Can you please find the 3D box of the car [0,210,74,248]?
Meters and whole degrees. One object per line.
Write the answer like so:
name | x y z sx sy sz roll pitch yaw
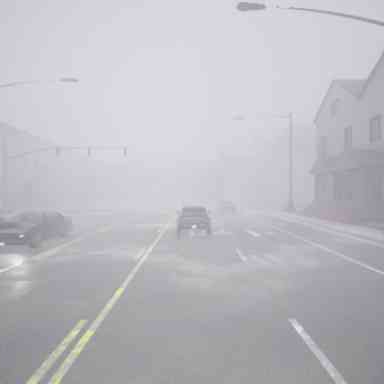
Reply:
car | -7.036 1.544 14.983 2.033 1.411 5.357 0 0 1

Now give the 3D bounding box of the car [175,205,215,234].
car | 0.104 1.500 19.187 1.837 1.490 4.892 0 0 0

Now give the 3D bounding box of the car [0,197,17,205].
car | -28.985 1.283 50.160 1.853 1.218 4.536 0 0 29

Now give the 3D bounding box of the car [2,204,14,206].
car | -10.530 1.501 15.349 1.837 1.490 4.892 0 0 0

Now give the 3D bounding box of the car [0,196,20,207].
car | -28.960 1.441 50.205 2.038 1.542 4.974 0 0 29

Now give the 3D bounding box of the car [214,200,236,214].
car | 3.510 1.578 36.129 2.033 1.411 5.357 0 0 -2
